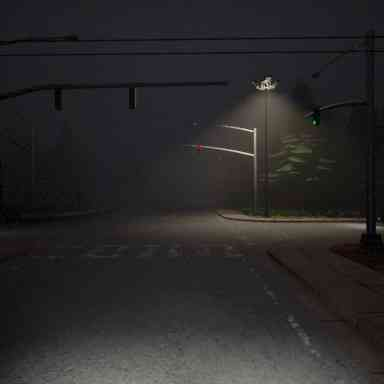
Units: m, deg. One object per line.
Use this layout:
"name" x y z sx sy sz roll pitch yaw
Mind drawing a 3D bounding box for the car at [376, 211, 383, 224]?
"car" 14.894 1.511 22.164 4.892 1.490 1.837 -1 0 1
